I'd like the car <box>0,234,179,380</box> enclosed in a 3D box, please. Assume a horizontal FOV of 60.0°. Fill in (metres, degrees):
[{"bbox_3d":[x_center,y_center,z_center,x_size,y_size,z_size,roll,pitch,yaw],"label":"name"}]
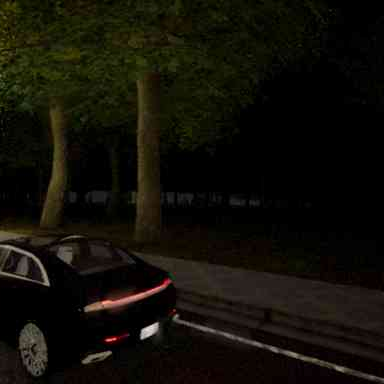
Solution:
[{"bbox_3d":[-2.482,1.460,5.464,4.902,1.511,2.128,0,0,36],"label":"car"}]
